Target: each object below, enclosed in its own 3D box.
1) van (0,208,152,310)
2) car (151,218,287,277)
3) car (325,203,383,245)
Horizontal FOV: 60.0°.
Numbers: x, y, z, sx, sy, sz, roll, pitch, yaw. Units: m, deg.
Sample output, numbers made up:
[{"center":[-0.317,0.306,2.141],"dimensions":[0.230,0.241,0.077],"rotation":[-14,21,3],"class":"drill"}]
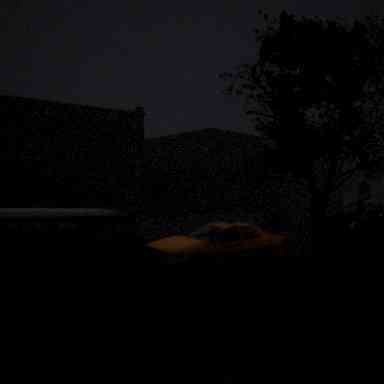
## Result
[{"center":[-3.436,1.359,7.717],"dimensions":[4.442,1.987,1.878],"rotation":[2,1,-39],"class":"van"},{"center":[0.932,1.669,11.081],"dimensions":[5.366,1.575,1.946],"rotation":[2,1,-37],"class":"car"},{"center":[9.550,1.637,18.454],"dimensions":[5.566,2.045,2.435],"rotation":[2,1,-43],"class":"car"}]
